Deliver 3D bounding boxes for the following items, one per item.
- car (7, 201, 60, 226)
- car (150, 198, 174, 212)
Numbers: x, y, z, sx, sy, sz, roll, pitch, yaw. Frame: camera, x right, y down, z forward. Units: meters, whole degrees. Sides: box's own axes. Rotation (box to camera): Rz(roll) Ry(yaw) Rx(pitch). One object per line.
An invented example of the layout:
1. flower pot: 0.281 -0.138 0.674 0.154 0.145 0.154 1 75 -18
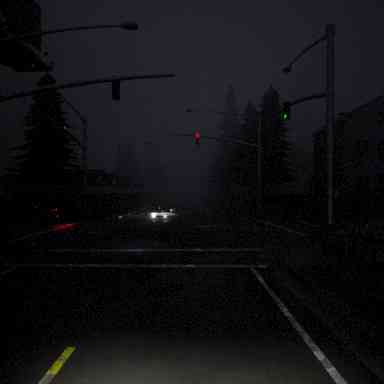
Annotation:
1. car: -11.092 1.317 21.408 4.902 1.511 2.128 1 0 -1
2. car: -3.517 1.564 38.001 1.994 1.385 4.181 0 0 0
